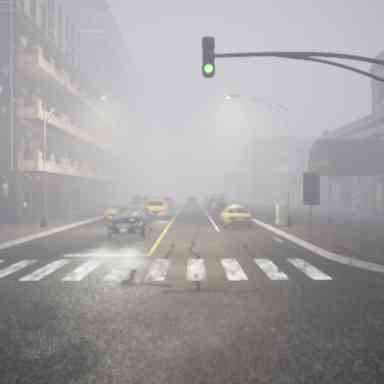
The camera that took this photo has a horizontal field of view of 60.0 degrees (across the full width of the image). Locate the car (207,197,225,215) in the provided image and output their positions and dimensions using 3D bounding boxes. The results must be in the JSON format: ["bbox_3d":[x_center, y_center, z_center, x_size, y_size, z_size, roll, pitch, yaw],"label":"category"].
[{"bbox_3d":[2.692,1.464,31.951,1.802,1.307,4.206,0,0,0],"label":"car"}]

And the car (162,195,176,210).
[{"bbox_3d":[-3.083,1.401,40.669,1.812,1.442,4.674,0,1,-1],"label":"car"}]

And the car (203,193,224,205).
[{"bbox_3d":[2.693,1.180,37.490,2.192,1.841,5.009,0,0,0],"label":"car"}]

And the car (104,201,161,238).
[{"bbox_3d":[-3.095,1.441,17.433,2.128,1.511,4.902,0,0,0],"label":"car"}]

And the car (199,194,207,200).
[{"bbox_3d":[2.696,1.308,81.804,2.008,1.369,4.403,0,0,0],"label":"car"}]

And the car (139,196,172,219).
[{"bbox_3d":[-3.090,1.390,28.657,1.882,1.535,5.008,0,1,0],"label":"car"}]

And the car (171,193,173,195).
[{"bbox_3d":[-5.685,1.248,70.725,1.967,1.590,4.097,0,0,0],"label":"car"}]

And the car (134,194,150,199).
[{"bbox_3d":[-5.688,1.208,37.490,2.192,1.841,5.009,0,0,0],"label":"car"}]

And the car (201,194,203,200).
[{"bbox_3d":[2.694,1.370,54.108,2.008,1.369,4.403,0,0,0],"label":"car"}]

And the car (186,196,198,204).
[{"bbox_3d":[0.003,1.383,57.681,1.994,1.385,4.181,0,0,0],"label":"car"}]

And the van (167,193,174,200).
[{"bbox_3d":[-5.684,1.117,87.344,1.690,1.788,3.998,0,0,0],"label":"van"}]

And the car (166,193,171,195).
[{"bbox_3d":[-5.686,1.365,65.187,1.887,1.381,4.507,0,0,0],"label":"car"}]

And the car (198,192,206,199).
[{"bbox_3d":[2.697,1.054,92.882,2.192,1.841,5.009,0,0,0],"label":"car"}]

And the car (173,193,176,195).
[{"bbox_3d":[-5.684,1.100,81.804,2.192,1.841,5.009,0,0,0],"label":"car"}]

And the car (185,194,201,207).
[{"bbox_3d":[0.001,1.370,47.675,1.812,1.442,4.674,0,0,0],"label":"car"}]

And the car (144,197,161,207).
[{"bbox_3d":[-5.687,1.412,48.569,2.008,1.369,4.403,0,0,0],"label":"car"}]

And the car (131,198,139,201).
[{"bbox_3d":[-5.689,1.454,26.242,1.752,1.417,4.829,0,0,0],"label":"car"}]

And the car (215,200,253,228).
[{"bbox_3d":[2.691,1.443,21.043,1.752,1.417,4.829,0,0,0],"label":"car"}]
